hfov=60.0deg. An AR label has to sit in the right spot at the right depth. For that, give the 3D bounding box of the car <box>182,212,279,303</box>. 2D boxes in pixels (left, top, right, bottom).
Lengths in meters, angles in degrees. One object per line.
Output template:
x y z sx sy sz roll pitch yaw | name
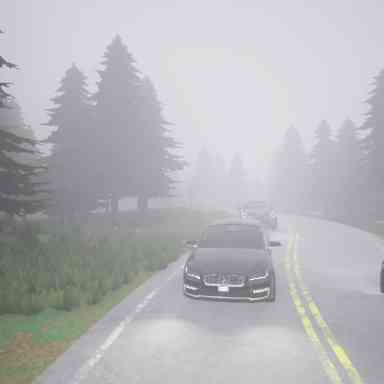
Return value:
1.089 1.496 8.410 1.837 1.490 4.892 -1 0 12 | car

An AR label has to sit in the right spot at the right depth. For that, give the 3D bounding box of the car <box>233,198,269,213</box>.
6.195 1.410 35.733 1.837 1.490 4.892 2 -1 -16 | car

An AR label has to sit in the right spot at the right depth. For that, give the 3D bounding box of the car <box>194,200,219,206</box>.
1.909 1.799 44.858 1.812 1.442 4.674 3 -5 -35 | car

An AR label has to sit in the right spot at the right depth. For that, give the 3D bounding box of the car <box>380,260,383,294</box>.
4.493 1.308 4.641 2.097 1.767 4.553 -1 0 8 | car

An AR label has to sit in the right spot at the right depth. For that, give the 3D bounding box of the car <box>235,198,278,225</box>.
3.872 1.270 20.363 2.097 1.767 4.553 -1 0 5 | car
